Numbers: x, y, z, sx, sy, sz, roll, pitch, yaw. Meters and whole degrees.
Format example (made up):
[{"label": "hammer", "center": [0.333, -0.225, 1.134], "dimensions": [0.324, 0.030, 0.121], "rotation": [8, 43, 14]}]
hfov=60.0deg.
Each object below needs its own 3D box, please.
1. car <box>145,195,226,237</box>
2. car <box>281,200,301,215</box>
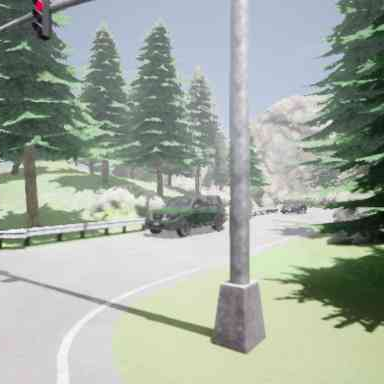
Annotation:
[{"label": "car", "center": [-0.180, 1.220, 18.592], "dimensions": [2.150, 2.045, 5.566], "rotation": [0, 0, 35]}, {"label": "car", "center": [10.457, 1.499, 33.923], "dimensions": [1.837, 1.490, 4.892], "rotation": [2, 1, 29]}]
